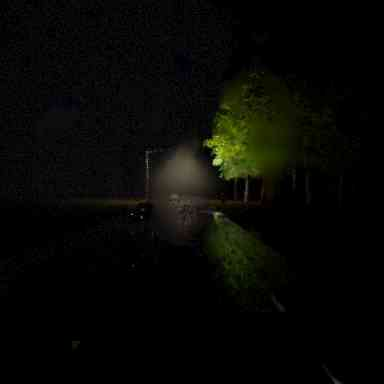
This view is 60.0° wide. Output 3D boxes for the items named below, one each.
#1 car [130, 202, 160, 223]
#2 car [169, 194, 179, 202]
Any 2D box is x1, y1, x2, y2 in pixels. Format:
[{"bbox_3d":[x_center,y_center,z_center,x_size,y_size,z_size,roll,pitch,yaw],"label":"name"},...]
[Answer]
[{"bbox_3d":[-3.600,1.574,26.232,1.837,1.490,4.892,0,0,0],"label":"car"},{"bbox_3d":[-3.508,1.193,66.874,2.033,1.411,5.357,0,1,0],"label":"car"}]
